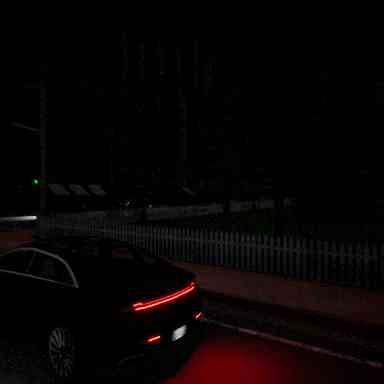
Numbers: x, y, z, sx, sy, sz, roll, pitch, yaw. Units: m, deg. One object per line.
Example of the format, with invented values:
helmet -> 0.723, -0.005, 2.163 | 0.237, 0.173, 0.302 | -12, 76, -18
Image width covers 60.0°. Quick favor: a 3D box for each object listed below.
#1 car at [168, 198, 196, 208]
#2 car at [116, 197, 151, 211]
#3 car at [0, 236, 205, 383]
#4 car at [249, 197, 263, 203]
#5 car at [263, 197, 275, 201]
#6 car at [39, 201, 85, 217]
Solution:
car -> -1.402, 1.601, 48.105 | 1.895, 1.301, 4.718 | 0, 0, 34
car -> -6.960, 1.352, 39.885 | 2.097, 1.767, 4.553 | 0, 0, 34
car -> -2.118, 1.491, 5.451 | 4.902, 1.511, 2.128 | 0, 0, 36
car -> 12.330, 1.601, 61.873 | 1.895, 1.301, 4.718 | 0, 0, 34
car -> 15.208, 1.547, 59.887 | 2.033, 1.411, 5.357 | 0, 0, 34
car -> -12.377, 1.564, 31.861 | 1.994, 1.385, 4.181 | 0, 0, 34
